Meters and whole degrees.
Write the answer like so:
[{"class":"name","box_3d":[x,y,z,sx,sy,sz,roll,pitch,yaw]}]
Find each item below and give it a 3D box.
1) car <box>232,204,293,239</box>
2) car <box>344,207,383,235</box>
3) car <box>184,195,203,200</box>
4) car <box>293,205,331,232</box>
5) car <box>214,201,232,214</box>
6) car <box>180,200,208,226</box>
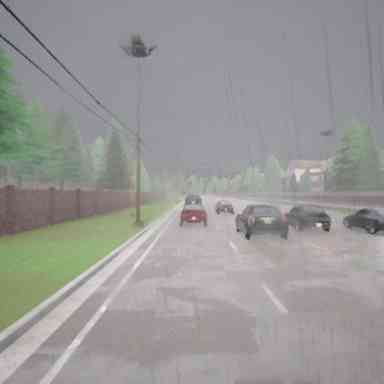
[{"class":"car","box_3d":[3.619,1.436,17.956,2.097,1.767,4.553,0,0,0]},{"class":"car","box_3d":[10.607,1.618,19.357,1.812,1.442,4.674,0,0,0]},{"class":"car","box_3d":[0.144,1.414,41.520,2.150,2.045,5.566,0,0,0]},{"class":"car","box_3d":[7.122,1.604,21.053,1.837,1.490,4.892,0,0,0]},{"class":"car","box_3d":[3.627,1.702,37.920,1.812,1.442,4.674,0,0,0]},{"class":"car","box_3d":[0.127,1.592,24.585,1.882,1.535,5.008,0,0,0]}]
